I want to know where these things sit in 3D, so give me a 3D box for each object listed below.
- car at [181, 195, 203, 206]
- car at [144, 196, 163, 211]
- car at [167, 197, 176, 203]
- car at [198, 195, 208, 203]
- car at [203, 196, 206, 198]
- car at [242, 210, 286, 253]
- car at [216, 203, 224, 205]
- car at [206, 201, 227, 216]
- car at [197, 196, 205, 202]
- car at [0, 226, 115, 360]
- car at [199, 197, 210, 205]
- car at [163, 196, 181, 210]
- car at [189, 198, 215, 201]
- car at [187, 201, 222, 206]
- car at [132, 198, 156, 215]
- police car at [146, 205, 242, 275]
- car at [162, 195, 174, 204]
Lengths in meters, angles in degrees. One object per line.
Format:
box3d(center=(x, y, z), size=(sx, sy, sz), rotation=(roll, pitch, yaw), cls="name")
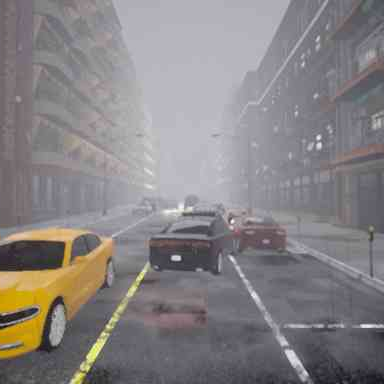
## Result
box3d(center=(-0.009, 1.415, 46.431), size=(2.150, 2.045, 5.566), rotation=(0, 0, 0), cls="car")
box3d(center=(-5.299, 1.483, 41.509), size=(2.192, 1.841, 5.009), rotation=(2, 0, 0), cls="car")
box3d(center=(-5.318, 2.008, 85.751), size=(1.947, 1.339, 4.313), rotation=(1, 0, 0), cls="car")
box3d(center=(2.536, 1.717, 80.164), size=(2.192, 1.841, 5.009), rotation=(1, 0, 0), cls="car")
box3d(center=(2.571, 1.803, 58.039), size=(1.887, 1.381, 4.507), rotation=(1, 0, 0), cls="car")
box3d(center=(2.582, 1.591, 13.794), size=(1.887, 1.381, 4.507), rotation=(1, 0, 0), cls="car")
box3d(center=(2.581, 1.594, 19.496), size=(1.752, 1.417, 4.829), rotation=(1, 0, 0), cls="car")
box3d(center=(2.576, 1.687, 35.916), size=(1.887, 1.381, 4.507), rotation=(1, 0, 0), cls="car")
box3d(center=(2.530, 1.924, 91.226), size=(1.967, 1.590, 4.097), rotation=(1, 0, 0), cls="car")
box3d(center=(-2.850, 1.498, 6.393), size=(1.882, 1.535, 5.008), rotation=(0, 0, 0), cls="car")
box3d(center=(2.578, 1.768, 69.101), size=(1.967, 1.590, 4.097), rotation=(1, 0, 0), cls="car")
box3d(center=(-2.854, 1.687, 46.908), size=(2.128, 1.511, 4.902), rotation=(0, 0, 0), cls="car")
box3d(center=(0.819, 1.554, 26.655), size=(1.801, 1.575, 5.366), rotation=(0, 0, 0), cls="car")
box3d(center=(0.820, 1.550, 20.461), size=(1.882, 1.535, 5.008), rotation=(0, 0, 0), cls="car")
box3d(center=(-5.304, 1.666, 35.807), size=(1.752, 1.417, 4.829), rotation=(2, 0, 0), cls="car")
box3d(center=(0.273, 1.461, 10.842), size=(1.930, 1.638, 5.238), rotation=(0, 0, 15), cls="police car")
box3d(center=(-5.308, 1.680, 74.690), size=(2.192, 1.841, 5.009), rotation=(1, 0, 0), cls="car")
